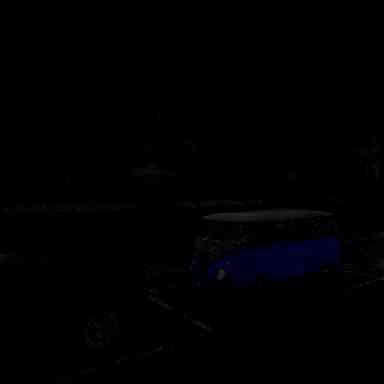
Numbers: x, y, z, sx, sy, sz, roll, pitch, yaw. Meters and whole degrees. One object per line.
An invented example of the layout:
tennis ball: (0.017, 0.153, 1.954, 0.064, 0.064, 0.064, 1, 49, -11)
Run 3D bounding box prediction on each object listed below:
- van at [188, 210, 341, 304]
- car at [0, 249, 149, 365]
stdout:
van: (1.814, 1.340, 7.848, 3.998, 1.788, 1.690, 0, 0, -36)
car: (-2.782, 1.545, 4.549, 4.507, 1.381, 1.887, 0, 0, -36)
